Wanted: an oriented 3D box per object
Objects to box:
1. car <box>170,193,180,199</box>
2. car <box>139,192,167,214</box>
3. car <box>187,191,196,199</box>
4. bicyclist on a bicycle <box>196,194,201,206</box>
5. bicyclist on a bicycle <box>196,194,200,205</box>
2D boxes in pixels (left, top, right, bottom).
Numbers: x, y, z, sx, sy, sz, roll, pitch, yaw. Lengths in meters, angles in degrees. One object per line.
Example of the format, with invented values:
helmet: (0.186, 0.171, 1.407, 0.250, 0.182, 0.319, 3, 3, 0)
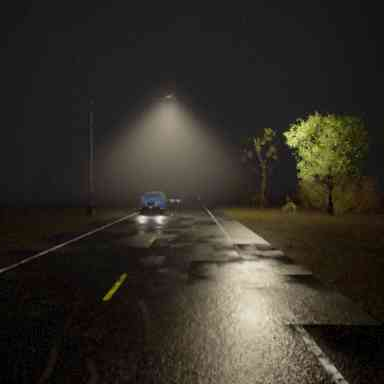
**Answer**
car: (-3.603, 0.902, 72.690, 1.994, 1.385, 4.181, 0, 0, 0)
car: (-3.644, 0.990, 32.073, 2.150, 2.045, 5.566, 0, 0, 0)
car: (-0.108, 0.983, 76.016, 1.994, 1.385, 4.181, 0, 0, 0)
bicyclist on a bicycle: (0.904, 1.145, 41.801, 0.582, 1.620, 1.656, 0, 0, 0)
bicyclist on a bicycle: (0.891, 1.076, 50.821, 0.582, 1.620, 1.656, 0, 0, 0)
